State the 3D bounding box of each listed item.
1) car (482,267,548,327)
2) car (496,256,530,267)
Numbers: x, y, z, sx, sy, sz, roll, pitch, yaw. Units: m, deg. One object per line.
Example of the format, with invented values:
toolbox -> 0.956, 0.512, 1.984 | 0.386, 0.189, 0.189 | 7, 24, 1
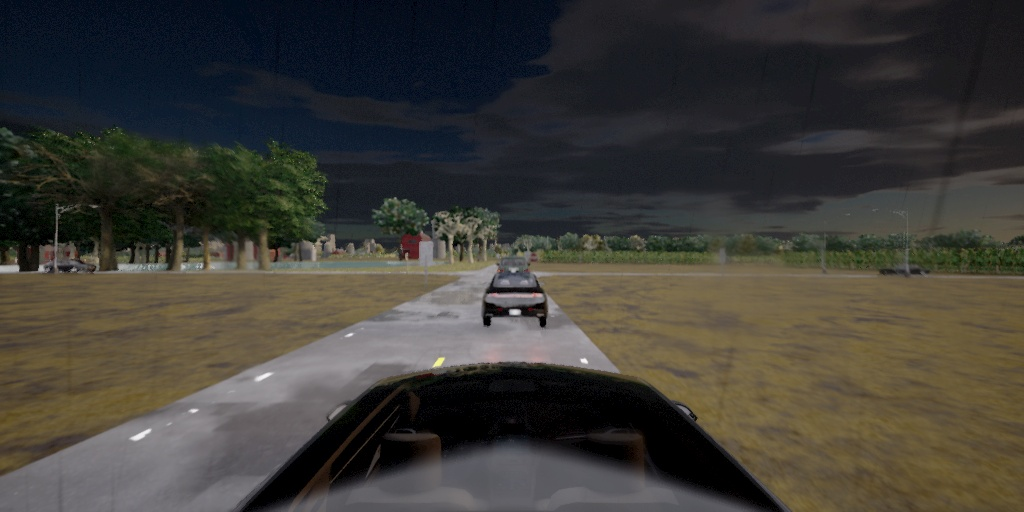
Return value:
car -> 0.092, 1.261, 11.647 | 2.128, 1.511, 4.902 | 0, -1, 0
car -> 0.088, 1.023, 24.726 | 2.150, 2.045, 5.566 | 0, 0, 0
